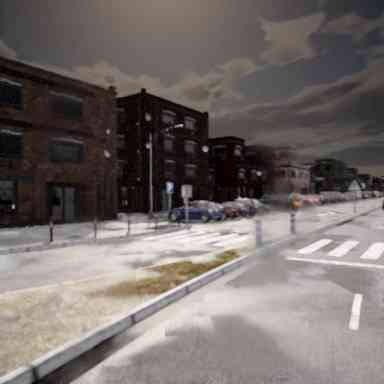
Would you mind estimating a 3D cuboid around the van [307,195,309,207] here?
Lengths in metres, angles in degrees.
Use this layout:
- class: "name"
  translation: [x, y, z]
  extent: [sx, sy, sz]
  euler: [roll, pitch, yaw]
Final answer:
- class: "van"
  translation: [13.051, 1.225, 45.309]
  extent: [4.442, 1.987, 1.878]
  euler: [-1, 0, 35]

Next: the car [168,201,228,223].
- class: "car"
  translation: [0.221, 1.532, 27.358]
  extent: [4.553, 1.767, 2.185]
  euler: [-1, 0, 35]

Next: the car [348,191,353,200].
- class: "car"
  translation: [30.349, 1.194, 70.224]
  extent: [5.366, 1.575, 1.946]
  euler: [-1, 0, 35]

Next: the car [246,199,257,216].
- class: "car"
  translation: [3.393, 1.658, 31.875]
  extent: [4.674, 1.452, 2.002]
  euler: [-1, 0, 35]

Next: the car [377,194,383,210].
- class: "car"
  translation: [22.741, 1.252, 37.618]
  extent: [2.128, 1.511, 4.902]
  euler: [-1, 0, 36]

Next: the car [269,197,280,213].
- class: "car"
  translation: [6.577, 1.571, 36.383]
  extent: [4.892, 1.521, 2.231]
  euler: [-1, 0, 35]

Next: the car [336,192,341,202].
- class: "car"
  translation: [24.127, 1.274, 61.117]
  extent: [4.892, 1.521, 2.231]
  euler: [-1, 0, 35]

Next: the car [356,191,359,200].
- class: "car"
  translation: [35.283, 1.186, 76.865]
  extent: [4.674, 1.452, 2.002]
  euler: [-1, 0, 35]

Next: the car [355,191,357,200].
- class: "car"
  translation: [33.666, 1.191, 74.632]
  extent: [4.792, 1.488, 2.163]
  euler: [-1, 0, 35]

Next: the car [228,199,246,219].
- class: "car"
  translation: [1.792, 1.640, 29.632]
  extent: [5.008, 1.535, 2.097]
  euler: [-1, 0, 35]

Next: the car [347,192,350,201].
- class: "car"
  translation: [28.908, 1.252, 67.865]
  extent: [4.674, 1.452, 2.002]
  euler: [-1, 0, 35]

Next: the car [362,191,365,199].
- class: "car"
  translation: [38.446, 0.869, 81.379]
  extent: [5.566, 2.045, 2.435]
  euler: [-1, 0, 35]

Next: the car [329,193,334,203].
- class: "car"
  translation: [20.938, 1.320, 56.619]
  extent: [4.892, 1.521, 2.231]
  euler: [-1, 0, 35]

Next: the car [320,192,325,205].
- class: "car"
  translation: [17.716, 1.245, 52.142]
  extent: [4.553, 1.767, 2.185]
  euler: [-1, 0, 35]

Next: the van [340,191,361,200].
- class: "van"
  translation: [39.970, 0.885, 83.680]
  extent: [4.442, 1.987, 1.878]
  euler: [-1, 0, 35]

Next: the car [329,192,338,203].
- class: "car"
  translation: [22.533, 1.296, 58.868]
  extent: [4.892, 1.521, 2.231]
  euler: [-1, 0, 35]

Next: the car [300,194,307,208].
- class: "car"
  translation: [11.516, 1.476, 43.020]
  extent: [5.366, 1.575, 1.946]
  euler: [-1, 0, 35]

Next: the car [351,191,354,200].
- class: "car"
  translation: [32.100, 1.178, 72.361]
  extent: [4.892, 1.521, 2.231]
  euler: [-1, 0, 35]

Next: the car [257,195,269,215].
- class: "car"
  translation: [5.008, 1.469, 34.109]
  extent: [4.553, 1.767, 2.185]
  euler: [-1, 0, 35]

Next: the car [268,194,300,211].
- class: "car"
  translation: [9.742, 1.261, 40.894]
  extent: [5.566, 2.045, 2.435]
  euler: [-1, 0, 35]

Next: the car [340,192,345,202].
- class: "car"
  translation: [25.721, 1.252, 63.365]
  extent: [4.892, 1.521, 2.231]
  euler: [-1, 0, 35]

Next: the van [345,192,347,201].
- class: "van"
  translation: [27.474, 1.003, 65.652]
  extent: [4.442, 1.987, 1.878]
  euler: [-1, 0, 35]

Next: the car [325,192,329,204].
- class: "car"
  translation: [19.361, 1.217, 54.356]
  extent: [4.553, 1.767, 2.185]
  euler: [-1, 0, 35]

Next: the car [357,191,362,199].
- class: "car"
  translation: [36.875, 1.132, 79.116]
  extent: [5.008, 1.535, 2.097]
  euler: [-1, 0, 35]

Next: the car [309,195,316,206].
- class: "car"
  translation: [14.550, 1.424, 47.629]
  extent: [5.008, 1.535, 2.097]
  euler: [-1, 0, 35]

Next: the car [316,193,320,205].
- class: "car"
  translation: [16.121, 1.271, 49.893]
  extent: [4.553, 1.767, 2.185]
  euler: [-1, 0, 35]
